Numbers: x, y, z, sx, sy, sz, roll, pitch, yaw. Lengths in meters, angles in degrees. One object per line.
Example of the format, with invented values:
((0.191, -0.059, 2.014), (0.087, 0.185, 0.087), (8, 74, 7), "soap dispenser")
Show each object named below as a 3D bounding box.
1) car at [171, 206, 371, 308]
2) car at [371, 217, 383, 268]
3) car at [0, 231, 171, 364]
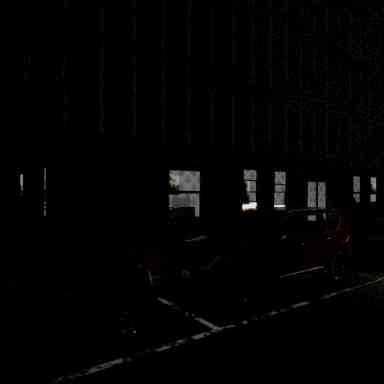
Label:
((1.920, 1.314, 8.092), (5.009, 1.841, 2.192), (0, 0, -35), "car")
((6.452, 1.561, 11.316), (4.313, 1.339, 1.947), (0, 0, -35), "car")
((-2.610, 1.440, 4.872), (4.097, 1.590, 1.967), (0, 0, -35), "car")
